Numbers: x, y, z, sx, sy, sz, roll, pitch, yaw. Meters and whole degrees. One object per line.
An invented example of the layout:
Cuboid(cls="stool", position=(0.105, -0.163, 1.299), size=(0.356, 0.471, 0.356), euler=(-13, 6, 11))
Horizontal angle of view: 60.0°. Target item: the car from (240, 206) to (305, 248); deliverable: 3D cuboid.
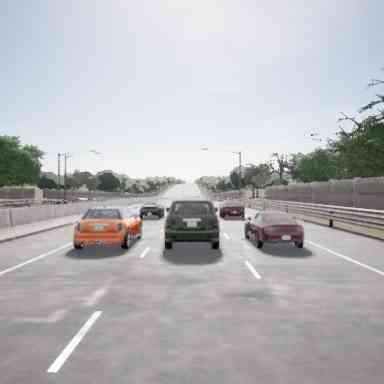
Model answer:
Cuboid(cls="car", position=(3.500, 1.537, 14.656), size=(1.812, 1.442, 4.674), euler=(0, 0, 0))

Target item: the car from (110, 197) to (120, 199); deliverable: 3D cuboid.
Cuboid(cls="car", position=(-17.499, 1.827, 75.967), size=(1.882, 1.535, 5.008), euler=(0, -1, 0))

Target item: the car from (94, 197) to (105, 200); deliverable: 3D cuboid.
Cuboid(cls="car", position=(-20.999, 1.889, 75.967), size=(2.033, 1.411, 5.357), euler=(0, -1, 0))

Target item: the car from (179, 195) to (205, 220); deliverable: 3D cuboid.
Cuboid(cls="car", position=(0.000, 1.285, 29.692), size=(2.150, 2.045, 5.566), euler=(0, 0, 0))

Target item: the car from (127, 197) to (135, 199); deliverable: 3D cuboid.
Cuboid(cls="car", position=(-13.999, 1.889, 75.966), size=(2.033, 1.411, 5.357), euler=(0, -1, 0))

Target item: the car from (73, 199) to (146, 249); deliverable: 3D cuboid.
Cuboid(cls="car", position=(-3.500, 1.370, 14.626), size=(2.097, 1.767, 4.553), euler=(0, 0, 0))

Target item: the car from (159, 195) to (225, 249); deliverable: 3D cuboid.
Cuboid(cls="car", position=(0.000, 1.262, 14.684), size=(2.150, 2.045, 5.566), euler=(0, 0, 0))

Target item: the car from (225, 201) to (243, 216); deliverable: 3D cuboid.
Cuboid(cls="car", position=(3.500, 1.512, 29.663), size=(1.882, 1.535, 5.008), euler=(0, 0, 0))

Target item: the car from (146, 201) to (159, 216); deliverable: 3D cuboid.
Cuboid(cls="car", position=(-3.500, 1.544, 29.663), size=(1.837, 1.490, 4.892), euler=(0, 0, 0))
